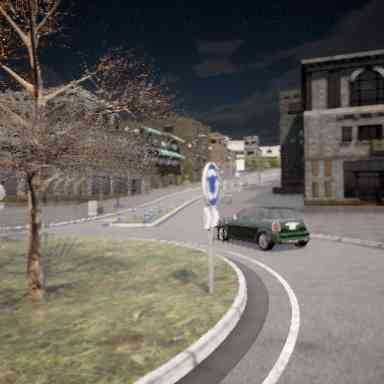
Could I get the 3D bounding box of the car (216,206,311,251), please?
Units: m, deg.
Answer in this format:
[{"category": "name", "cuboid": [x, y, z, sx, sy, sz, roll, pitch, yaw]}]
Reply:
[{"category": "car", "cuboid": [2.931, 1.396, 14.755, 2.097, 1.767, 4.553, -1, 0, -27]}]
